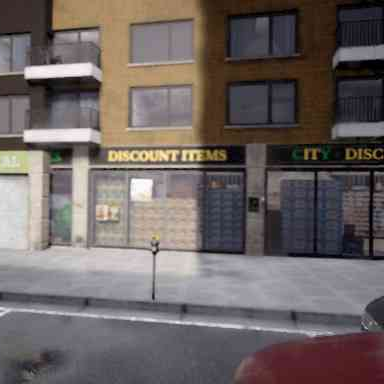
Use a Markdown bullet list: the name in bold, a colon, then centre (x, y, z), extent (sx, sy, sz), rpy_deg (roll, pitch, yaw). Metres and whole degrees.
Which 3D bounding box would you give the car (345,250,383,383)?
- **car**: centre (4.386, 1.599, 3.844), extent (4.403, 1.369, 2.008), rpy_deg (0, 0, 11)

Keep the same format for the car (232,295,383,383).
- **car**: centre (2.579, 1.555, 2.188), extent (4.674, 1.442, 1.812), rpy_deg (0, 0, 11)
